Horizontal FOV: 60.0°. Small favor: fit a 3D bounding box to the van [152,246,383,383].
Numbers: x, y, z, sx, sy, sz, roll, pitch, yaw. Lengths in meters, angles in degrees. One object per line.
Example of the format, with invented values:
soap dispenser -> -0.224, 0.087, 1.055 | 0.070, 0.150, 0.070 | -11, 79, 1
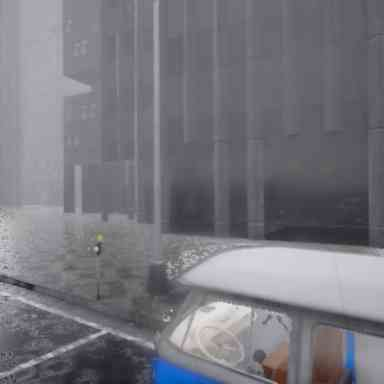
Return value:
van -> 1.533, 1.340, 1.873 | 3.998, 1.788, 1.690 | 0, 0, 35
